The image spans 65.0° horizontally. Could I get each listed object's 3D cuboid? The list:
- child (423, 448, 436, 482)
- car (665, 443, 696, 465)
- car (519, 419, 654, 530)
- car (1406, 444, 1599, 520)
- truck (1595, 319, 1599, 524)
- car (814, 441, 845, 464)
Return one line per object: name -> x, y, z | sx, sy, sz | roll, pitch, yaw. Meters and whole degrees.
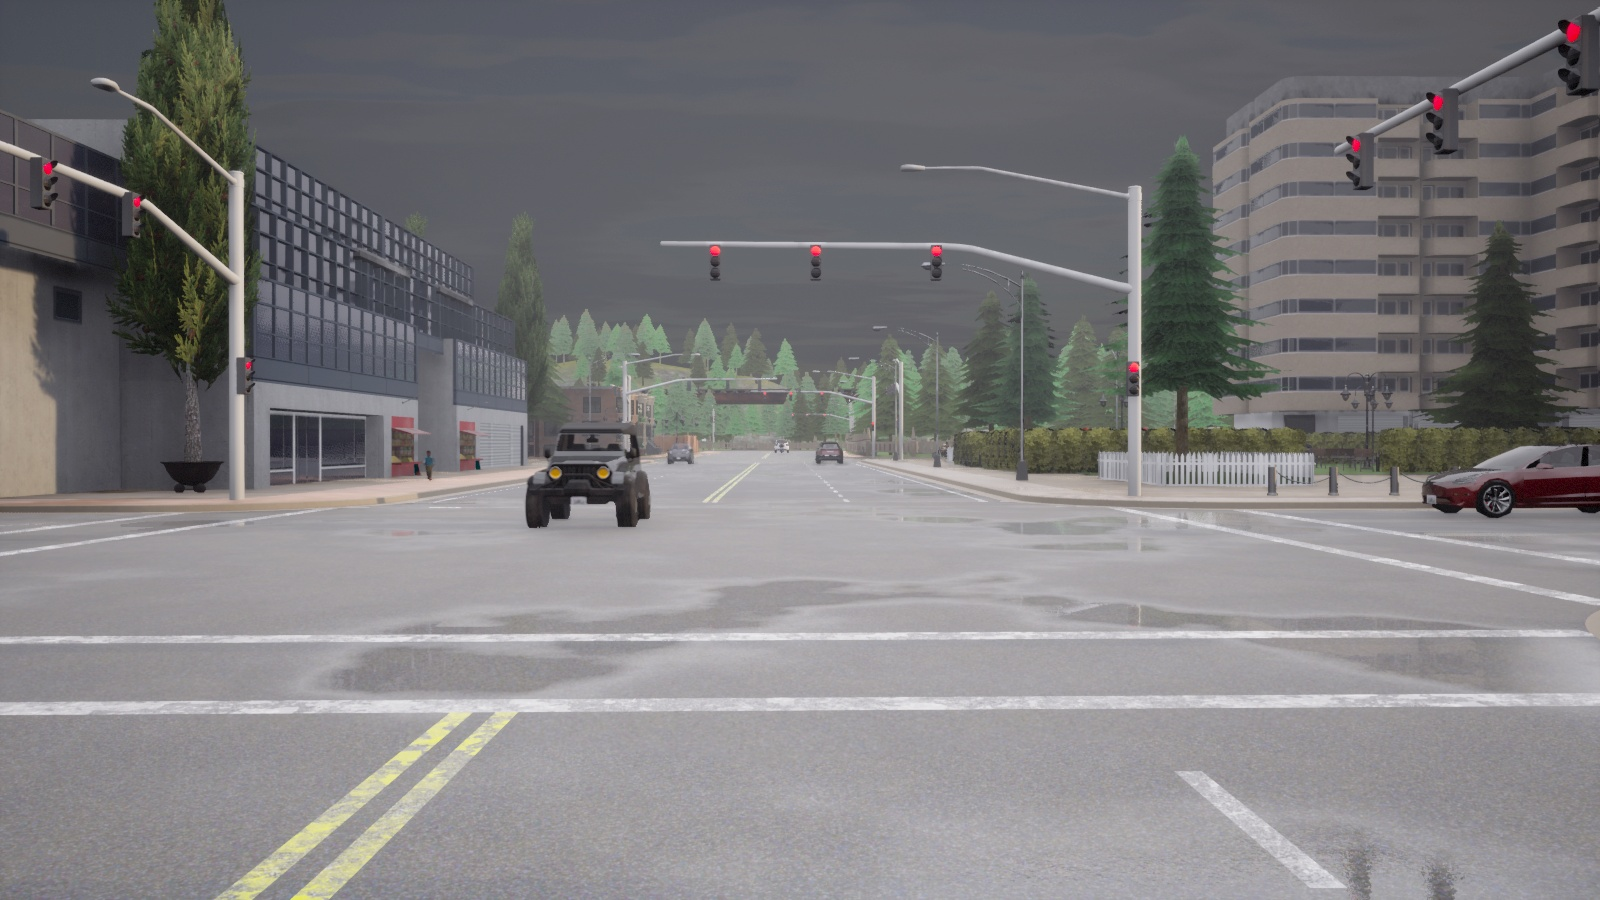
child -> -13.177, 0.522, 44.649 | 0.343, 1.192, 0.448 | 0, 0, -3
car -> -8.339, 0.259, 87.623 | 1.845, 1.501, 3.633 | 0, 0, -1
car -> -3.839, 0.408, 23.183 | 1.905, 1.878, 3.866 | 0, 0, -1
car -> 15.302, 0.614, 25.652 | 4.792, 1.488, 2.163 | 0, 0, -1
truck -> 19.204, -0.528, 22.210 | 8.468, 3.827, 2.891 | 0, 0, -1
car -> 2.115, 0.165, 90.991 | 2.033, 1.649, 4.856 | 0, 0, -1
